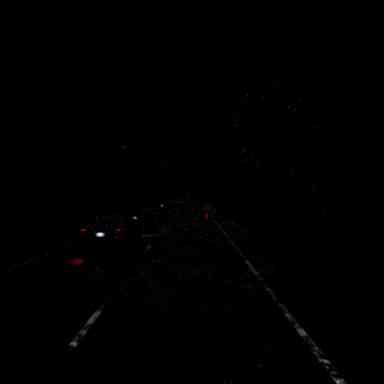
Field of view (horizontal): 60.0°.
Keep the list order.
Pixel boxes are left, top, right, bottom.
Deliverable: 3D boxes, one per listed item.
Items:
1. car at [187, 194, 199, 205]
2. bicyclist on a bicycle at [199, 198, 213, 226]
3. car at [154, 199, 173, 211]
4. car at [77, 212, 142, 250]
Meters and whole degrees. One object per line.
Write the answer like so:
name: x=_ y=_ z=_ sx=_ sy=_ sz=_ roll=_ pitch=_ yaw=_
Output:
car: x=0.139 y=1.487 z=56.386 sx=1.994 sy=1.385 sz=4.181 roll=0 pitch=0 yaw=0
bicyclist on a bicycle: x=0.955 y=1.406 z=21.676 sx=0.866 sy=1.612 sz=1.509 roll=0 pitch=0 yaw=0
car: x=-3.374 y=1.510 z=39.554 sx=1.994 sy=1.385 sz=4.181 roll=0 pitch=0 yaw=0
car: x=-3.391 y=1.544 z=14.295 sx=1.994 sy=1.385 sz=4.181 roll=0 pitch=0 yaw=0
